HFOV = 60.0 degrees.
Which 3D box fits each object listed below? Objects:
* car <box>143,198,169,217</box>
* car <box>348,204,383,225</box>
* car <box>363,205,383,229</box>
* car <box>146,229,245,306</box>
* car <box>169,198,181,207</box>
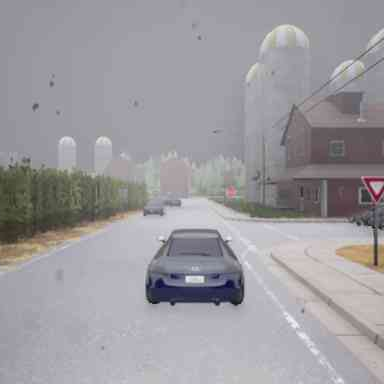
[{"bbox_3d":[-3.602,1.582,32.413,1.837,1.490,4.892,0,0,0],"label":"car"},{"bbox_3d":[12.887,1.531,21.873,4.892,1.490,1.837,0,0,-1],"label":"car"},{"bbox_3d":[12.620,1.564,18.054,5.357,1.411,2.033,0,0,-3],"label":"car"},{"bbox_3d":[0.077,1.584,8.146,1.994,1.385,4.181,0,0,1],"label":"car"},{"bbox_3d":[-3.496,1.619,52.787,2.128,1.511,4.902,0,0,-33],"label":"car"}]
